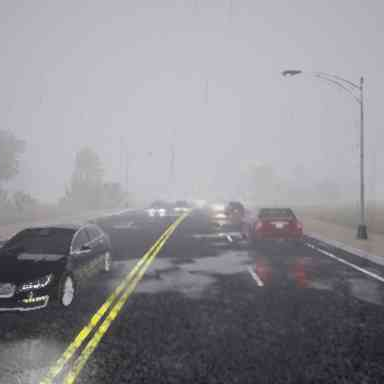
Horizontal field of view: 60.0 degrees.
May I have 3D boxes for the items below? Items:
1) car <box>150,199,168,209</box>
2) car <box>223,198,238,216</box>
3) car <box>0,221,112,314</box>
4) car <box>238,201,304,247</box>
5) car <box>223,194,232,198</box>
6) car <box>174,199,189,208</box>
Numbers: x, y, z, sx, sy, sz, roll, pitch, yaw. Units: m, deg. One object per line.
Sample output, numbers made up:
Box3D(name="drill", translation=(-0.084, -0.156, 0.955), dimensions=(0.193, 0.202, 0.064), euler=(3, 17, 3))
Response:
Box3D(name="car", translation=(-4.818, 1.698, 48.577), dimensions=(1.895, 1.301, 4.718), euler=(0, 0, 4))
Box3D(name="car", translation=(4.217, 1.603, 33.170), dimensions=(1.812, 1.442, 4.674), euler=(0, 0, 3))
Box3D(name="car", translation=(-3.270, 1.524, 7.894), dimensions=(1.837, 1.490, 4.892), euler=(0, 0, 1))
Box3D(name="car", translation=(3.574, 1.394, 15.520), dimensions=(2.097, 1.767, 4.553), euler=(0, 0, 1))
Box3D(name="car", translation=(9.753, 1.729, 94.189), dimensions=(1.895, 1.301, 4.718), euler=(0, 0, 8))
Box3D(name="car", translation=(-1.502, 1.663, 49.284), dimensions=(1.994, 1.385, 4.181), euler=(0, 0, 4))
